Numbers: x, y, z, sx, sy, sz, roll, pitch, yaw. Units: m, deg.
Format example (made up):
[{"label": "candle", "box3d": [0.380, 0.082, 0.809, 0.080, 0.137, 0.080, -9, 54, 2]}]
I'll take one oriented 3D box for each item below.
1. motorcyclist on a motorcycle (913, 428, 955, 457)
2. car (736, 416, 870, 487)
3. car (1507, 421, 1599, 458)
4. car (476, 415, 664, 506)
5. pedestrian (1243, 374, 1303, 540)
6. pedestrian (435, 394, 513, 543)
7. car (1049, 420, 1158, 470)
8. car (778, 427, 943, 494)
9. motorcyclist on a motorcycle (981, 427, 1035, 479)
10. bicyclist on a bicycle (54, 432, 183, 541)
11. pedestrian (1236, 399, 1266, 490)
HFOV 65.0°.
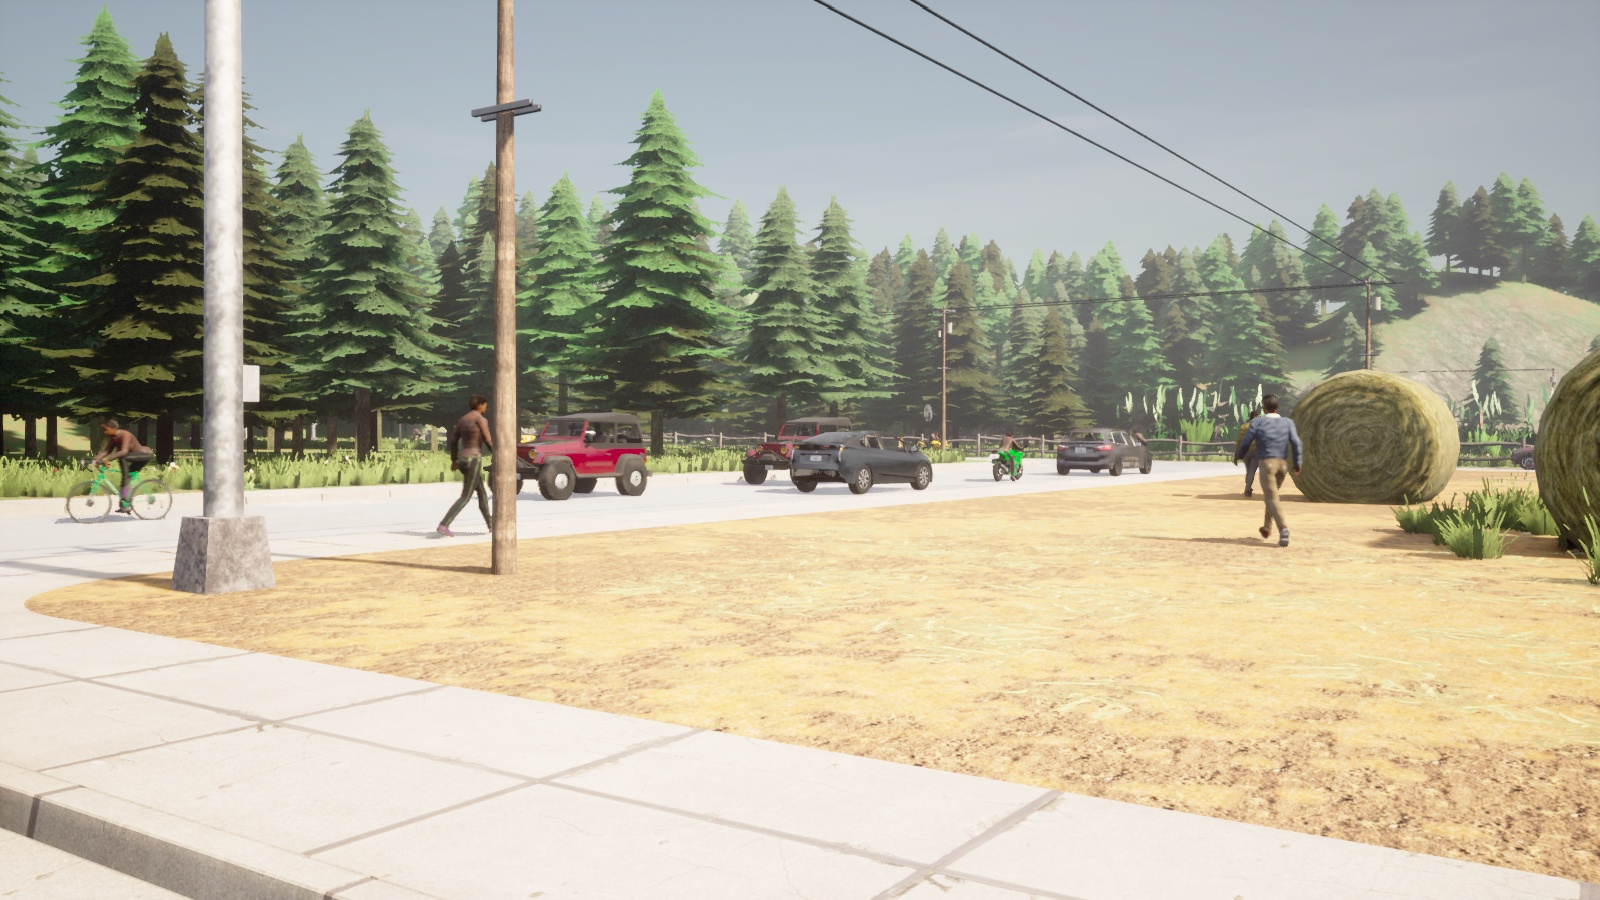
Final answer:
[{"label": "motorcyclist on a motorcycle", "box3d": [7.023, -0.400, 65.785, 2.044, 1.523, 0.797, 0, 1, 37]}, {"label": "car", "box3d": [0.150, 0.006, 35.344, 1.905, 1.878, 3.866, 0, 1, 35]}, {"label": "car", "box3d": [31.698, -0.434, 51.315, 4.674, 1.442, 1.812, 0, 1, 37]}, {"label": "car", "box3d": [-5.024, 0.187, 27.853, 1.905, 1.878, 3.866, 0, 1, 35]}, {"label": "pedestrian", "box3d": [5.706, 0.075, 15.176, 0.423, 1.949, 0.788, -1, 1, 1]}, {"label": "pedestrian", "box3d": [-4.053, 0.214, 15.651, 0.328, 1.805, 0.869, 0, 1, 45]}, {"label": "car", "box3d": [10.847, -0.222, 44.678, 2.242, 1.667, 4.611, 0, 1, 35]}, {"label": "car", "box3d": [1.585, 0.203, 31.261, 2.007, 1.525, 4.514, 0, 1, 35]}, {"label": "motorcyclist on a motorcycle", "box3d": [6.330, 0.073, 38.132, 0.797, 1.523, 2.044, 0, 1, 35]}, {"label": "bicyclist on a bicycle", "box3d": [-10.660, 0.539, 19.691, 0.582, 1.620, 1.656, 0, 1, 35]}, {"label": "pedestrian", "box3d": [9.310, -0.121, 25.933, 0.431, 1.840, 0.709, 0, 1, 31]}]
